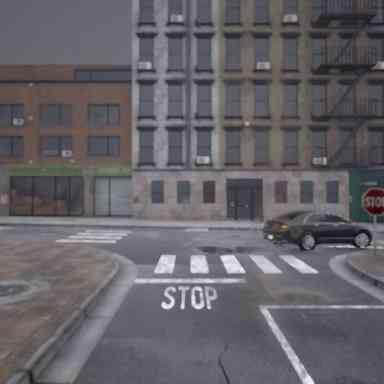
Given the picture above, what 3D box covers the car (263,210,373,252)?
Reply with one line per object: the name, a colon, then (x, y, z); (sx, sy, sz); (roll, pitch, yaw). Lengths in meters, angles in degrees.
car: (5.287, 1.540, 13.840); (4.892, 1.490, 1.837); (1, -3, -23)
